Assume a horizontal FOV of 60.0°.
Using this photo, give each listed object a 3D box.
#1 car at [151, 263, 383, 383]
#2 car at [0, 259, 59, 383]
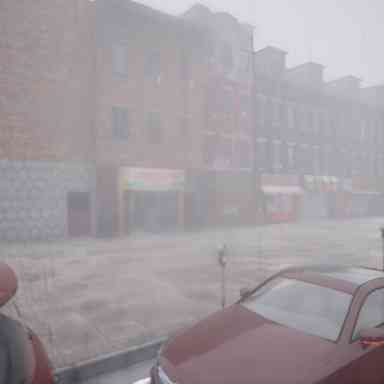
[{"bbox_3d":[1.558,1.586,3.924,4.206,1.307,1.802,0,0,-36],"label":"car"},{"bbox_3d":[-2.881,1.313,0.758,5.009,1.841,2.192,0,0,-36],"label":"car"}]
